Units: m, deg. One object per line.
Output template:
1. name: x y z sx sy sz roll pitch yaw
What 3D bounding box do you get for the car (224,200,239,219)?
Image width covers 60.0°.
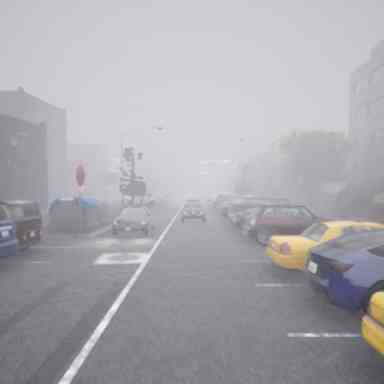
1. car: 4.657 1.464 20.426 4.892 1.521 2.231 0 0 0

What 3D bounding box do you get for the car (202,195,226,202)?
1. car: 4.646 1.420 70.836 4.892 1.521 2.231 0 0 0

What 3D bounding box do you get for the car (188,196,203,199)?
1. car: 0.098 1.467 43.154 1.837 1.490 4.892 0 0 0

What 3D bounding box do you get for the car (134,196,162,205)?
1. car: -7.675 1.470 57.957 4.674 1.452 2.002 0 0 0

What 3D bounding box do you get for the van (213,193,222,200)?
1. van: 4.768 1.225 34.393 4.442 1.987 1.878 0 0 0

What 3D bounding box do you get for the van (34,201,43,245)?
1. van: -7.796 1.244 11.765 4.442 1.987 1.878 0 0 0

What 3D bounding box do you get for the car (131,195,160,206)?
1. car: -7.647 1.307 55.019 4.553 1.767 2.185 0 0 0

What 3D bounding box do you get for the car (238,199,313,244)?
1. car: 4.618 1.342 14.840 4.553 1.767 2.185 0 0 0

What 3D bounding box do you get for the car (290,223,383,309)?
1. car: 4.679 1.504 6.458 4.792 1.488 2.163 0 0 0

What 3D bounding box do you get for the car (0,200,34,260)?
1. car: -7.708 1.221 8.974 5.566 2.045 2.435 0 0 0

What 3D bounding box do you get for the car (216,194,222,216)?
1. car: 4.682 1.330 28.807 4.553 1.767 2.185 0 0 0

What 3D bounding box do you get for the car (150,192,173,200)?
1. car: -7.649 1.081 84.425 5.566 2.045 2.435 0 1 0

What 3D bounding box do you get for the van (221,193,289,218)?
1. van: 4.534 1.234 23.219 4.442 1.987 1.878 0 0 0

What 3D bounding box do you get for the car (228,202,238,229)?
1. car: 4.645 1.466 17.632 4.892 1.521 2.231 0 0 0

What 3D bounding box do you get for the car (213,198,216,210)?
1. car: 4.649 1.493 31.600 4.674 1.452 2.002 0 0 0

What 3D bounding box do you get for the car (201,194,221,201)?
1. car: 4.646 1.378 81.898 4.892 1.521 2.231 0 1 0

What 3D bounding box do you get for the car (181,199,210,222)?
1. car: 0.101 1.525 26.210 2.033 1.411 5.357 0 0 0

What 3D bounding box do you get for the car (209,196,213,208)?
1. car: 4.679 1.478 37.189 4.792 1.488 2.163 0 0 0

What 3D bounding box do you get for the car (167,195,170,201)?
1. car: -7.684 1.421 69.710 4.892 1.521 2.231 0 0 0

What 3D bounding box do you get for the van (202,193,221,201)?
1. van: 4.536 1.181 79.089 4.442 1.987 1.878 0 1 0

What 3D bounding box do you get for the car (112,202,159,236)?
1. car: -3.096 1.510 18.381 1.812 1.442 4.674 0 0 0

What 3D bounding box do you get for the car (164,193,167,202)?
1. car: -7.707 1.454 63.959 4.792 1.488 2.163 0 0 0

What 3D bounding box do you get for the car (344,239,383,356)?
1. car: 4.836 1.474 3.664 5.366 1.575 1.946 0 0 0

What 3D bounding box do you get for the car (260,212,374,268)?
1. car: 4.836 1.469 9.251 5.366 1.575 1.946 0 0 0

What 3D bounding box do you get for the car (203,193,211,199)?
1. car: 4.683 1.306 56.868 4.553 1.767 2.185 0 0 0

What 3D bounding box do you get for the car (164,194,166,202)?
1. car: -7.675 1.467 61.020 4.674 1.452 2.002 0 0 0

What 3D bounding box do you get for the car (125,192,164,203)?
1. car: -7.707 1.184 52.206 5.566 2.045 2.435 0 0 0

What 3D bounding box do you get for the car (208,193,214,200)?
1. car: 4.620 1.320 39.981 4.553 1.767 2.185 0 0 0

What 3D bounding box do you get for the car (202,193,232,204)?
1. car: 4.624 1.175 62.330 5.566 2.045 2.435 0 0 0
